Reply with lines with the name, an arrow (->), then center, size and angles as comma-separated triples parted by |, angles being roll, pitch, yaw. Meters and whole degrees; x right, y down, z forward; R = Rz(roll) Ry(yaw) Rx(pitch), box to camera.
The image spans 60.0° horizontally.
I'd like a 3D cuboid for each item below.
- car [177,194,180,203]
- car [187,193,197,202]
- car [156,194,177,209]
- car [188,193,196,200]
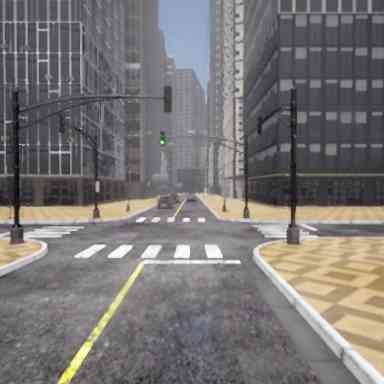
car -> -3.058, 1.122, 56.162 | 1.837, 1.490, 4.892 | 0, 0, 0
car -> -0.005, 1.128, 62.161 | 2.033, 1.411, 5.357 | 0, 0, 0
car -> -3.091, 1.229, 39.302 | 1.837, 1.490, 4.892 | 0, 0, 0
car -> -0.006, 1.028, 72.578 | 1.812, 1.442, 4.674 | 0, 0, 0
